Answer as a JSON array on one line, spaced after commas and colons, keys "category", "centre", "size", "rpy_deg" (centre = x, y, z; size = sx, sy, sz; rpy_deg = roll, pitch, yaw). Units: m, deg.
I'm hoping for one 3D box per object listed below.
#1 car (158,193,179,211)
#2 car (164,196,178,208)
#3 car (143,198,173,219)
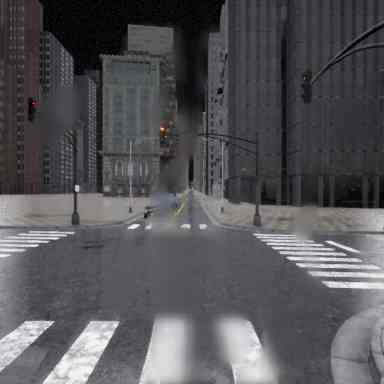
[{"category": "car", "centre": [-3.121, 1.222, 40.046], "size": [2.150, 2.045, 5.566], "rpy_deg": [0, 0, 0]}, {"category": "car", "centre": [-3.117, 1.478, 50.493], "size": [1.882, 1.535, 5.008], "rpy_deg": [0, 0, 0]}, {"category": "car", "centre": [-3.117, 1.547, 29.795], "size": [2.033, 1.411, 5.357], "rpy_deg": [0, 0, 0]}]
